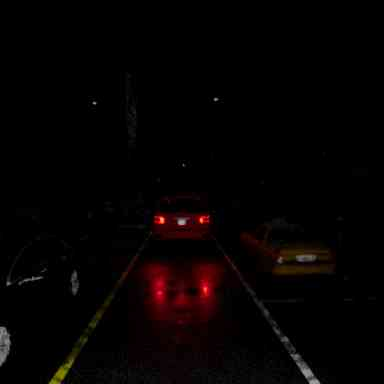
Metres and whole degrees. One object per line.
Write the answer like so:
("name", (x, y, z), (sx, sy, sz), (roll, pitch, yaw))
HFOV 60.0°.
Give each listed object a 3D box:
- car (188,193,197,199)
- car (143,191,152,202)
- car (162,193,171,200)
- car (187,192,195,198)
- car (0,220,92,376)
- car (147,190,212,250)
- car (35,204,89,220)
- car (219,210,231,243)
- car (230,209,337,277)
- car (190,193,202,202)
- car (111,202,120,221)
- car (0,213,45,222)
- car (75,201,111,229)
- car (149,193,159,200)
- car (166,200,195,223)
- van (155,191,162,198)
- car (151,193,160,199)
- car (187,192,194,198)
("car", (0.066, 0.888, 74.138), (2.008, 1.369, 4.403), (-1, 0, -2))
("car", (-8.053, 0.823, 62.954), (2.192, 1.841, 5.009), (-1, 1, -2))
("car", (-5.712, 0.911, 74.448), (1.812, 1.442, 4.674), (-1, 0, -2))
("car", (-0.336, 0.792, 85.005), (1.887, 1.381, 4.507), (-1, 0, -2))
("car", (-3.257, 1.484, 5.400), (1.837, 1.490, 4.892), (-1, 0, -2))
("car", (-0.422, 1.096, 13.921), (2.150, 2.045, 5.566), (-1, 1, -2))
("car", (-6.265, 1.466, 14.669), (1.887, 1.381, 4.507), (-1, 1, -2))
("car", (2.254, 1.407, 14.986), (1.947, 1.339, 4.313), (-1, 1, -2))
("car", (2.449, 1.413, 9.703), (1.752, 1.417, 4.829), (-1, 1, -2))
("car", (0.668, 0.913, 57.836), (1.967, 1.590, 4.097), (-1, 0, -2))
("car", (-6.662, 1.353, 25.405), (1.752, 1.417, 4.829), (-1, 1, -2))
("car", (-6.063, 1.520, 9.216), (2.008, 1.369, 4.403), (-1, 1, -2))
("car", (-6.468, 1.313, 20.121), (1.967, 1.590, 4.097), (-1, 1, -2))
("car", (-8.453, 0.999, 73.824), (1.802, 1.307, 4.206), (-1, 0, -2))
("car", (-0.868, 1.346, 24.656), (1.994, 1.385, 4.181), (-1, 1, -2))
("van", (-9.058, 0.625, 90.123), (1.690, 1.788, 3.998), (-1, 0, -2))
("car", (-8.648, 0.899, 79.087), (1.752, 1.417, 4.829), (-1, 0, -2))
("car", (-0.544, 0.727, 90.609), (1.752, 1.417, 4.829), (-1, 0, -2))
